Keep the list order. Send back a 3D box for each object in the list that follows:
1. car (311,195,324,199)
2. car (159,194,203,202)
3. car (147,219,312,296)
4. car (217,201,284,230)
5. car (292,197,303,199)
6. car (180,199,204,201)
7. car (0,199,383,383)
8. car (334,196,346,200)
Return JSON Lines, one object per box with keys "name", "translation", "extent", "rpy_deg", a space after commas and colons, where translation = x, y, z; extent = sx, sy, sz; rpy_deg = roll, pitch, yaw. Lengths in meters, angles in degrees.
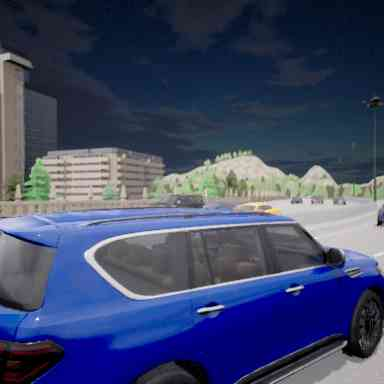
{"name": "car", "translation": [22.671, 1.354, 60.033], "extent": [2.097, 1.767, 4.553], "rpy_deg": [0, 0, 21]}
{"name": "car", "translation": [-1.211, 1.226, 26.446], "extent": [2.150, 2.045, 5.566], "rpy_deg": [0, 0, 44]}
{"name": "car", "translation": [1.261, 1.590, 9.428], "extent": [4.718, 1.301, 1.895], "rpy_deg": [0, 0, -40]}
{"name": "car", "translation": [3.976, 1.463, 21.826], "extent": [1.882, 1.535, 5.008], "rpy_deg": [0, 0, 43]}
{"name": "car", "translation": [19.369, 1.592, 61.187], "extent": [1.994, 1.385, 4.181], "rpy_deg": [0, 0, 21]}
{"name": "car", "translation": [1.707, 1.472, 24.498], "extent": [1.882, 1.535, 5.008], "rpy_deg": [0, 0, 43]}
{"name": "car", "translation": [0.347, 1.215, 4.212], "extent": [5.566, 2.045, 2.150], "rpy_deg": [0, 0, -38]}
{"name": "car", "translation": [25.064, 1.468, 56.449], "extent": [2.128, 1.511, 4.902], "rpy_deg": [0, 0, 21]}
